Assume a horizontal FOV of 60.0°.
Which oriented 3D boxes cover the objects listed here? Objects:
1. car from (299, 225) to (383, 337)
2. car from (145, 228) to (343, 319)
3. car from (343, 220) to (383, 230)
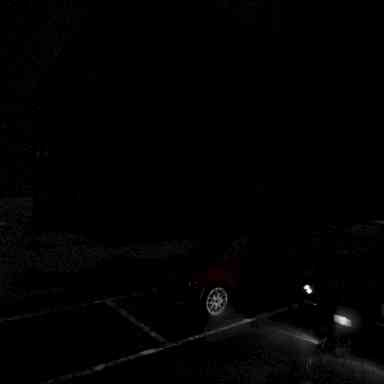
[{"bbox_3d":[4.429,1.547,6.556,5.357,1.411,2.033,0,0,-36],"label":"car"},{"bbox_3d":[1.141,1.545,7.359,4.507,1.381,1.887,0,0,-36],"label":"car"},{"bbox_3d":[5.632,1.581,10.577,4.206,1.307,1.802,0,0,-36],"label":"car"}]
